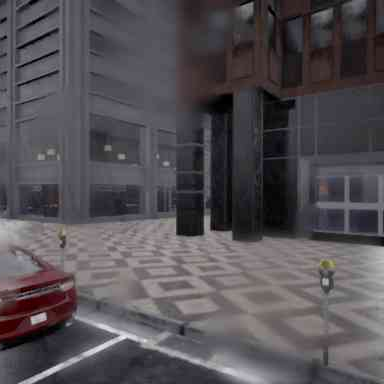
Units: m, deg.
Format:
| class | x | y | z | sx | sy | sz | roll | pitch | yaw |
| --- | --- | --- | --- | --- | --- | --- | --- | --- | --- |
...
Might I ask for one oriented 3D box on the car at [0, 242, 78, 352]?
| class | x | y | z | sx | sy | sz | roll | pitch | yaw |
| --- | --- | --- | --- | --- | --- | --- | --- | --- | --- |
| car | -3.847 | 1.541 | 5.704 | 4.507 | 1.381 | 1.887 | 0 | 0 | 36 |
